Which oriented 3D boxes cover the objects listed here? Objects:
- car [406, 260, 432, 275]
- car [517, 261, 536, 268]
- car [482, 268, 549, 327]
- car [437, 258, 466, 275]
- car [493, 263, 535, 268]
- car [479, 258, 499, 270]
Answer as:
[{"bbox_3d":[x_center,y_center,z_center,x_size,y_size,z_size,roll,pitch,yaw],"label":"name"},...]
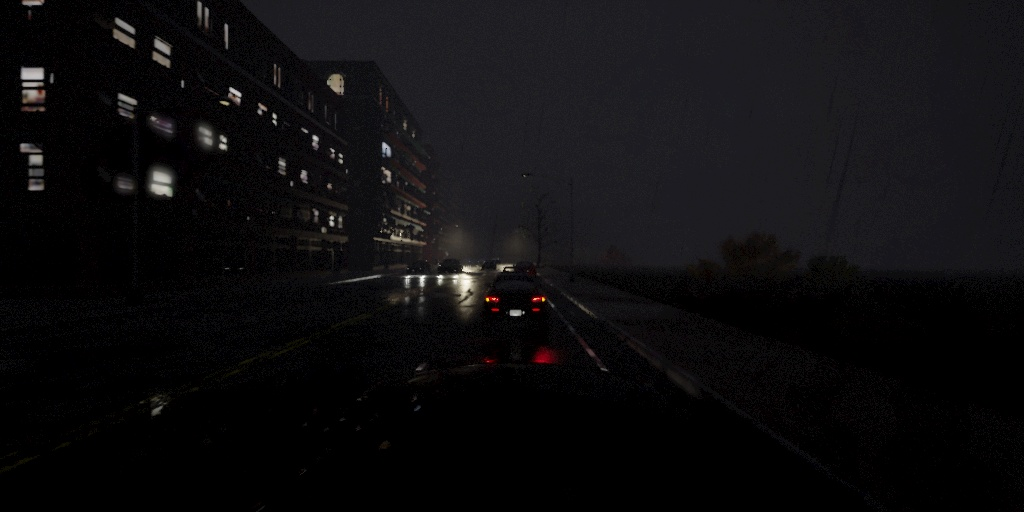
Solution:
[{"bbox_3d":[-9.847,1.203,38.225,1.837,1.490,4.892,0,0,0],"label":"car"},{"bbox_3d":[1.133,1.187,31.604,1.882,1.535,5.008,0,0,0],"label":"car"},{"bbox_3d":[0.091,1.263,11.289,1.812,1.442,4.674,0,0,0],"label":"car"},{"bbox_3d":[-6.596,1.050,38.308,2.097,1.767,4.553,0,0,0],"label":"car"},{"bbox_3d":[0.100,1.288,21.198,1.994,1.385,4.181,0,0,0],"label":"car"},{"bbox_3d":[-3.219,1.243,50.445,1.994,1.385,4.181,0,0,-1],"label":"car"}]
